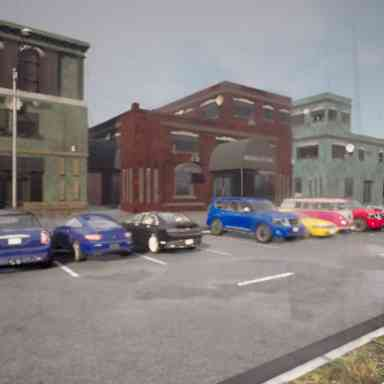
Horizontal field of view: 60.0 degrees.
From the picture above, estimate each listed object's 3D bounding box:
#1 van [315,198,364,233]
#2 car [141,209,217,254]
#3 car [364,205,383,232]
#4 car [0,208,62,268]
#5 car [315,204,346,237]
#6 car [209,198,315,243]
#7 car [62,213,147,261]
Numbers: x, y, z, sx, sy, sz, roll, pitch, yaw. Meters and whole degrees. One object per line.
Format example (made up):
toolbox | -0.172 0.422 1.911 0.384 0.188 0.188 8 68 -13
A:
van | 7.632 1.418 20.286 1.878 1.987 4.442 1 0 -35
car | -1.490 1.523 13.930 2.231 1.521 4.892 1 0 -35
car | 9.844 1.425 21.968 2.435 2.045 5.566 1 0 -35
car | -6.003 1.343 10.688 2.185 1.767 4.553 1 0 -35
car | 5.406 1.608 18.617 1.946 1.575 5.366 1 0 -35
car | 3.053 1.329 17.136 2.435 2.045 5.566 1 0 -35
car | -3.756 1.534 12.322 2.002 1.452 4.674 1 0 -35
